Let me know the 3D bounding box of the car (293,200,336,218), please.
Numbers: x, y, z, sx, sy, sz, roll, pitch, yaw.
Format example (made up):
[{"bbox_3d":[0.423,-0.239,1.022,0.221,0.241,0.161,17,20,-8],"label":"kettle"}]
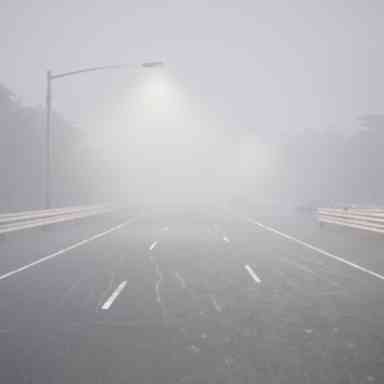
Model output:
[{"bbox_3d":[12.140,1.560,33.263,2.097,1.767,4.553,0,-1,-19],"label":"car"}]

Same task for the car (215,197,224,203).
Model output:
[{"bbox_3d":[7.017,2.068,84.873,1.882,1.535,5.008,0,0,0],"label":"car"}]

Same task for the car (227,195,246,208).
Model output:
[{"bbox_3d":[7.470,1.523,55.624,2.150,2.045,5.566,0,0,-7],"label":"car"}]
